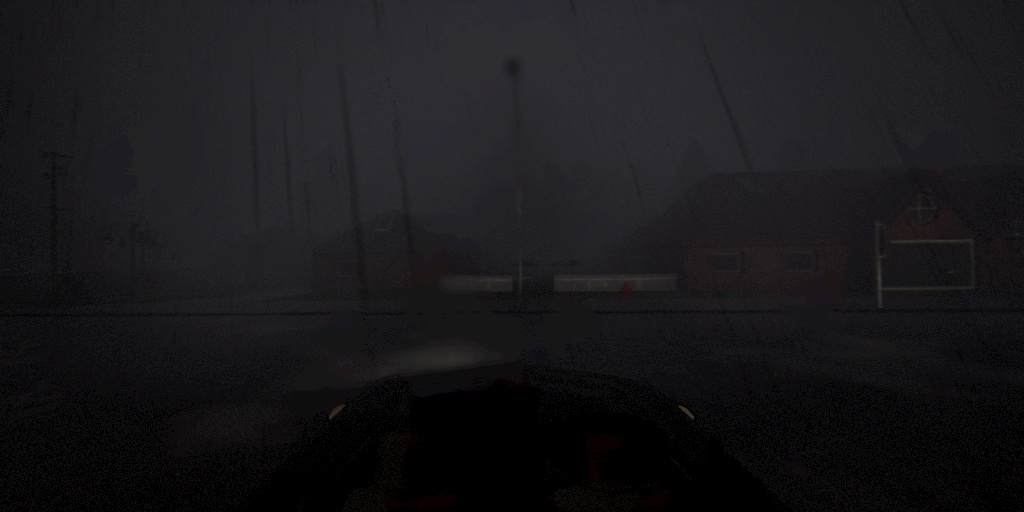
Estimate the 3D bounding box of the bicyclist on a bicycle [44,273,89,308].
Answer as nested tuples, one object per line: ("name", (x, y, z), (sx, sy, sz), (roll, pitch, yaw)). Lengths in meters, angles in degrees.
("bicyclist on a bicycle", (-21.070, 1.618, 17.006), (0.582, 1.620, 1.656), (-1, -1, 4))
